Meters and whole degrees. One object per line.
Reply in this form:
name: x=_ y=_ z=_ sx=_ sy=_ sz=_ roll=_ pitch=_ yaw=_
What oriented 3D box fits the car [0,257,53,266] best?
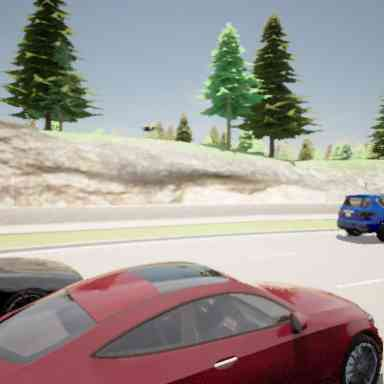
car: x=-4.370 y=1.473 z=4.844 sx=5.357 sy=1.411 sz=2.033 roll=0 pitch=1 yaw=-36

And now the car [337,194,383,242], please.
car: x=9.424 y=1.101 z=15.251 sx=5.566 sy=2.045 sz=2.150 roll=0 pitch=0 yaw=-15

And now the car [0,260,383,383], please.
car: x=0.024 y=1.486 z=3.451 sx=4.674 sy=1.442 sz=1.812 roll=0 pitch=1 yaw=-33
